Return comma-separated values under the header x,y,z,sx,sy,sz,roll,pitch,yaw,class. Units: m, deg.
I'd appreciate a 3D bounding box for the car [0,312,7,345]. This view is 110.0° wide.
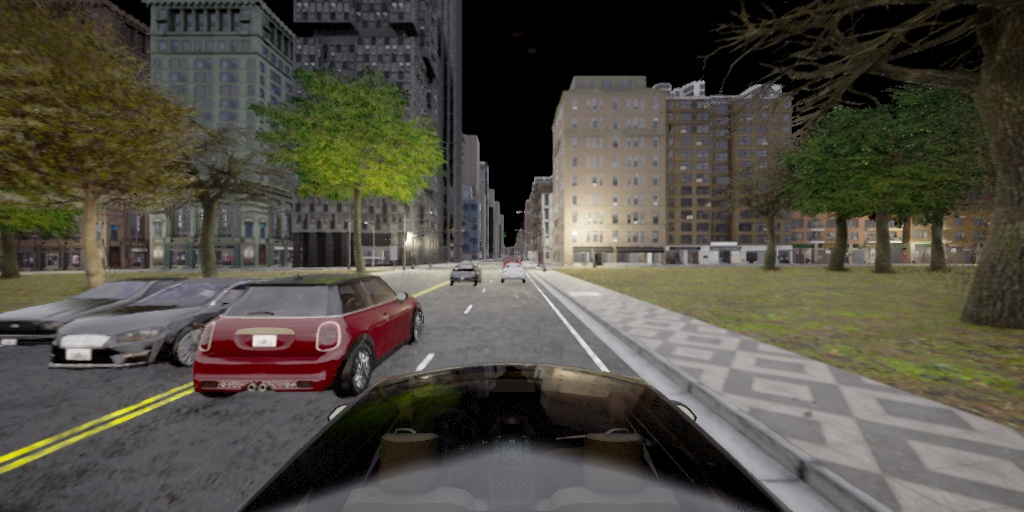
x,y,z,sx,sy,sz,roll,pitch,yaw,class
-9.801,1.295,9.663,2.033,1.411,5.357,0,0,1,car

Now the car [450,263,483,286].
x,y,z,sx,sy,sz,roll,pitch,yaw,class
-3.152,1.244,25.203,2.128,1.511,4.902,0,0,0,car

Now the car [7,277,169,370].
x,y,z,sx,sy,sz,roll,pitch,yaw,class
-6.562,1.241,7.895,2.128,1.511,4.902,0,0,0,car

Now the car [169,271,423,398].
x,y,z,sx,sy,sz,roll,pitch,yaw,class
-3.151,1.100,6.694,2.097,1.767,4.553,0,0,0,car

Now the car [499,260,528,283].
x,y,z,sx,sy,sz,roll,pitch,yaw,class
0.100,1.280,28.002,1.812,1.442,4.674,0,0,0,car

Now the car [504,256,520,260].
x,y,z,sx,sy,sz,roll,pitch,yaw,class
0.073,0.992,42.357,2.150,2.045,5.566,0,0,2,car
